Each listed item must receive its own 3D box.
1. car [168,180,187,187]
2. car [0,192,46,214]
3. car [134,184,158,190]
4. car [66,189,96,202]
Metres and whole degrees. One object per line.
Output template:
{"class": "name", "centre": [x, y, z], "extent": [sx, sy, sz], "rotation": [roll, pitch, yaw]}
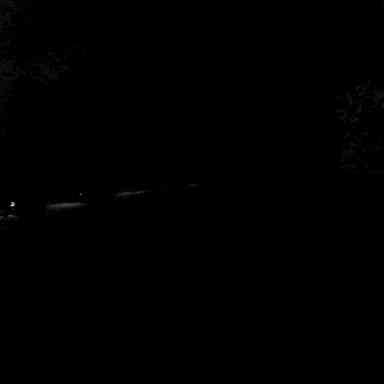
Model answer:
{"class": "car", "centre": [-2.397, -1.568, 57.206], "extent": [2.128, 1.511, 4.902], "rotation": [-1, 5, 23]}
{"class": "car", "centre": [-15.468, 0.912, 30.230], "extent": [2.097, 1.767, 4.553], "rotation": [-1, 3, 14]}
{"class": "car", "centre": [-7.534, -0.997, 54.482], "extent": [1.895, 1.301, 4.718], "rotation": [-1, 5, 23]}
{"class": "car", "centre": [-12.953, 0.184, 39.598], "extent": [2.097, 1.767, 4.553], "rotation": [-1, 5, 18]}
